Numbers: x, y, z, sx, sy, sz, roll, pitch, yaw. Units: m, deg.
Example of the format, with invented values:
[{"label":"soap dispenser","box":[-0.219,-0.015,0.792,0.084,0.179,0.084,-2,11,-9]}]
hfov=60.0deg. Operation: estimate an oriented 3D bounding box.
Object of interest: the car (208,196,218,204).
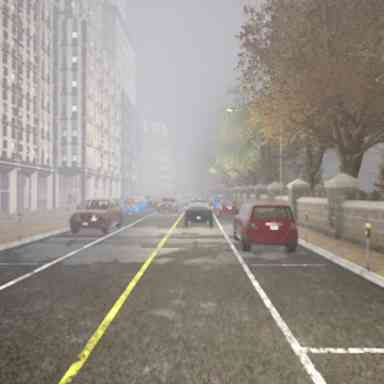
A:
[{"label":"car","box":[3.929,1.492,63.060,1.802,1.307,4.206,1,0,1]}]

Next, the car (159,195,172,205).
[{"label":"car","box":[-4.566,1.363,57.790,1.967,1.590,4.097,1,0,1]}]

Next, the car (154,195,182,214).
[{"label":"car","box":[-2.461,1.316,35.416,2.097,1.767,4.553,0,0,1]}]

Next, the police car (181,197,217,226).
[{"label":"police car","box":[0.474,1.406,23.342,1.930,1.638,5.238,0,0,1]}]

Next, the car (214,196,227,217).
[{"label":"car","box":[3.220,1.413,30.195,1.967,1.590,4.097,1,0,1]}]

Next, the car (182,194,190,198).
[{"label":"car","box":[-1.494,1.131,75.923,1.837,1.490,4.892,0,0,1]}]

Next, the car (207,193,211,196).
[{"label":"car","box":[3.693,1.375,52.105,1.967,1.590,4.097,1,0,1]}]

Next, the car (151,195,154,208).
[{"label":"car","box":[-4.920,1.270,41.370,2.192,1.841,5.009,1,0,1]}]

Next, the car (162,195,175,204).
[{"label":"car","box":[-4.448,1.350,63.263,1.967,1.590,4.097,1,0,1]}]

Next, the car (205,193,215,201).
[{"label":"car","box":[4.287,1.181,79.492,2.192,1.841,5.009,1,0,1]}]

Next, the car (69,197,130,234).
[{"label":"car","box":[-5.394,1.301,19.478,2.192,1.841,5.009,1,0,1]}]

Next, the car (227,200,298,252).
[{"label":"car","box":[2.866,1.307,13.764,2.192,1.841,5.009,1,0,1]}]

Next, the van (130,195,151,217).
[{"label":"van","box":[-5.157,1.313,30.424,1.690,1.788,3.998,1,0,1]}]

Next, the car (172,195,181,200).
[{"label":"car","box":[-3.976,1.401,85.155,2.008,1.369,4.403,1,0,1]}]

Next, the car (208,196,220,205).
[{"label":"car","box":[3.811,1.489,57.584,1.947,1.339,4.313,1,0,1]}]

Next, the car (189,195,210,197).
[{"label":"car","box":[0.861,1.503,41.314,2.033,1.411,5.357,0,0,1]}]

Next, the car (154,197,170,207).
[{"label":"car","box":[-4.686,1.485,52.316,2.008,1.369,4.403,1,0,1]}]

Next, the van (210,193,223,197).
[{"label":"van","box":[3.458,1.297,41.150,1.690,1.788,3.998,1,0,1]}]
